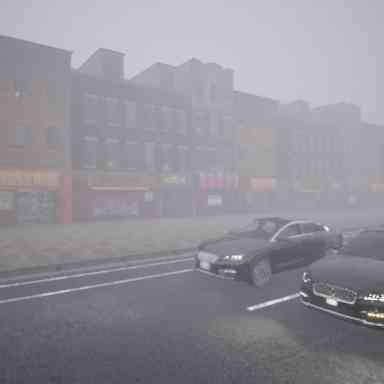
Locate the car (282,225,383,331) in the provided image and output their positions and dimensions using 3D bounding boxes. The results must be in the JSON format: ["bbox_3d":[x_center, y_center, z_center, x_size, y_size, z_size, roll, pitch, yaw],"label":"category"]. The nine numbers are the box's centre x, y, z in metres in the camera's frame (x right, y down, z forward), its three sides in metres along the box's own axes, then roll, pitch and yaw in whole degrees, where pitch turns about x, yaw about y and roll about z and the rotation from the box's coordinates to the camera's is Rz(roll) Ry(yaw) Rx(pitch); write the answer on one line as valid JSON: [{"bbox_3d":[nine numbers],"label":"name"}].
[{"bbox_3d":[4.190,1.486,6.685,4.892,1.490,1.837,0,0,-36],"label":"car"}]

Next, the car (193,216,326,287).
[{"bbox_3d":[2.300,1.472,9.331,4.902,1.511,2.128,0,0,-36],"label":"car"}]
